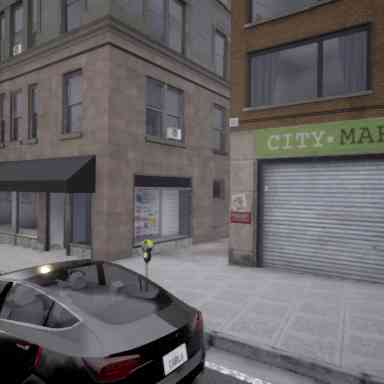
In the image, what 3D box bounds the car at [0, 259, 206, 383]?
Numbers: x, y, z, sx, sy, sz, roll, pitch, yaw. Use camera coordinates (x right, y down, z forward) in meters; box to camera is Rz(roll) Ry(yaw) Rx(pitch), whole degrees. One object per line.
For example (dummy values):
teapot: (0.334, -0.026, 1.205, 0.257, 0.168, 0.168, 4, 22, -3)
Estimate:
car: (-1.844, 1.565, 4.257, 4.313, 1.339, 1.947, 0, 1, 35)
